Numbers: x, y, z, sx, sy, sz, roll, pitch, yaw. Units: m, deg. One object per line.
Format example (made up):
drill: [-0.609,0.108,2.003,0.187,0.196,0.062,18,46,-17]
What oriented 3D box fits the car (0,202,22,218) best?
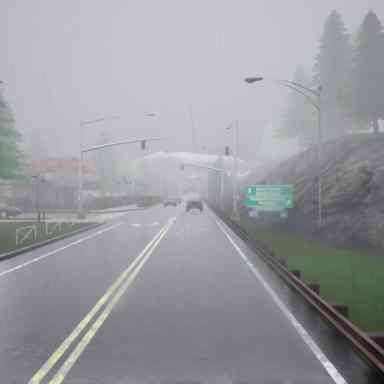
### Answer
car: [-18.796,1.675,31.684,4.892,1.490,1.837,0,0,1]

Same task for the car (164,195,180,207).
car: [-3.293,1.517,51.264,1.837,1.490,4.892,0,0,1]

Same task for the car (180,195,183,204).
car: [-3.193,1.367,62.664,2.097,1.767,4.553,0,0,1]

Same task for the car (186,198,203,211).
car: [0.334,1.513,41.264,1.837,1.490,4.892,0,0,0]

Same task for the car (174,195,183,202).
car: [-3.042,1.496,77.681,1.882,1.535,5.008,0,0,0]
